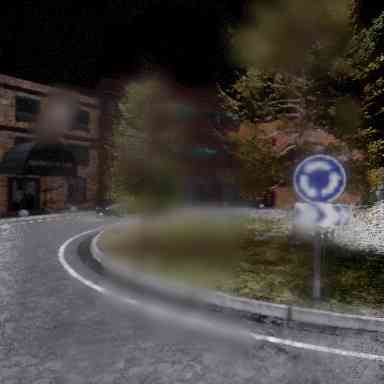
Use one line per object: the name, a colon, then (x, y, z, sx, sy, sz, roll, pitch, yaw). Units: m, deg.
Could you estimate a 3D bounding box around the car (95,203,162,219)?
car: (-3.949, 1.024, 23.357, 5.357, 1.411, 2.033, 0, 2, -43)
